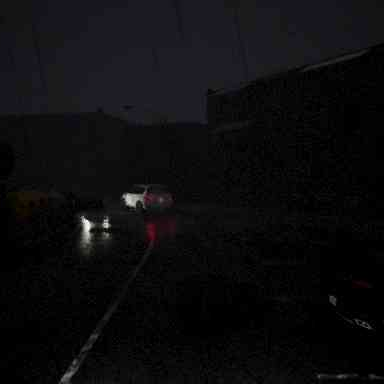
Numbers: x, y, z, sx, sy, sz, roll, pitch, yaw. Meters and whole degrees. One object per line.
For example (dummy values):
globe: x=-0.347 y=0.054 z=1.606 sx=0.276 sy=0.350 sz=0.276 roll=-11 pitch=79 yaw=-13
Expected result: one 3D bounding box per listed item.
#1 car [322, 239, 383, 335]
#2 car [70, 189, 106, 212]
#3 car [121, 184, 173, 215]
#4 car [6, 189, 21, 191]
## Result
car: x=4.647 y=1.443 z=5.257 sx=4.892 sy=1.521 sz=2.231 roll=0 pitch=1 yaw=0
car: x=-8.613 y=0.591 z=25.766 sx=5.008 sy=1.535 sz=1.882 roll=4 pitch=4 yaw=44
car: x=-3.397 y=0.433 z=24.235 sx=2.150 sy=2.045 sz=5.566 roll=-2 pitch=4 yaw=-30
car: x=-18.654 y=0.414 z=34.543 sx=4.181 sy=1.385 sz=1.994 roll=-1 pitch=3 yaw=15
